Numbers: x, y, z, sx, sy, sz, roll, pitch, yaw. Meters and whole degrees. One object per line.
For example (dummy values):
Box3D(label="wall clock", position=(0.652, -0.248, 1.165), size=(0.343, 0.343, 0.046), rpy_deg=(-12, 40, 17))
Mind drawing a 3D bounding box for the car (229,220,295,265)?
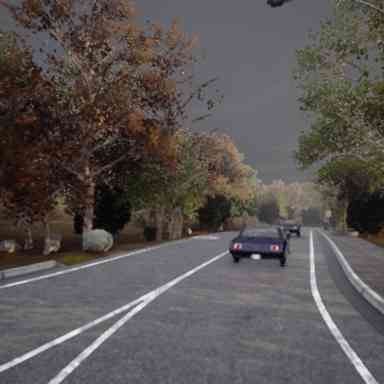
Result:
Box3D(label="car", position=(2.875, 1.954, 13.123), size=(1.895, 1.301, 4.718), rpy_deg=(0, -3, 20))

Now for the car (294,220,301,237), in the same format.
Box3D(label="car", position=(7.905, 2.928, 27.275), size=(1.895, 1.301, 4.718), rpy_deg=(0, -5, 20))

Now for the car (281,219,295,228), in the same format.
Box3D(label="car", position=(19.957, 6.599, 69.011), size=(2.097, 1.767, 4.553), rpy_deg=(0, -5, 25))
